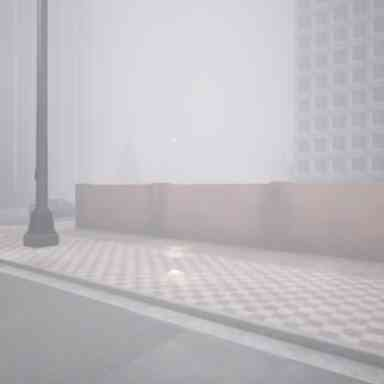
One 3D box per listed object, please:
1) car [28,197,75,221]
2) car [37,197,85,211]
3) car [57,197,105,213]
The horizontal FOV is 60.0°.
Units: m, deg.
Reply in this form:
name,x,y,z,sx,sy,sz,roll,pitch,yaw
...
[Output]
name,x,y,z,sx,sy,sz,roll,pitch,yaw
car,-9.680,1.317,25.015,2.128,1.511,4.902,1,0,35
car,-14.404,1.267,36.859,1.812,1.442,4.674,1,0,35
car,-11.545,1.294,34.840,1.812,1.442,4.674,1,0,35
